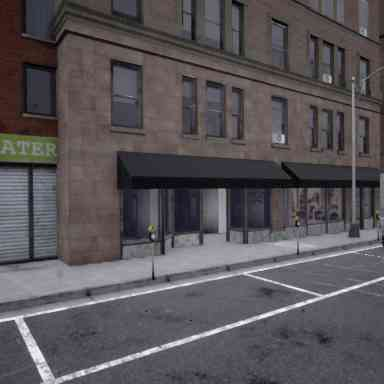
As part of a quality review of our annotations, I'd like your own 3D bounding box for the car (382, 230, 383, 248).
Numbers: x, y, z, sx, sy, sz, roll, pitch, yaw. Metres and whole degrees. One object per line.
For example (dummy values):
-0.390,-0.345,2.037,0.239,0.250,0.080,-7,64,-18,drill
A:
9.199,1.540,13.104,4.507,1.381,1.887,0,-1,-35,car
